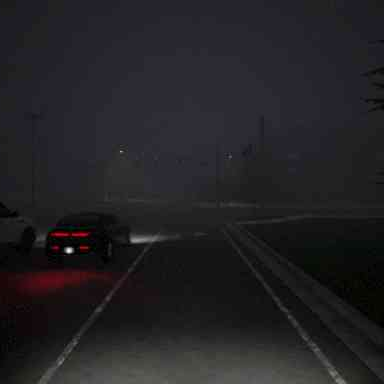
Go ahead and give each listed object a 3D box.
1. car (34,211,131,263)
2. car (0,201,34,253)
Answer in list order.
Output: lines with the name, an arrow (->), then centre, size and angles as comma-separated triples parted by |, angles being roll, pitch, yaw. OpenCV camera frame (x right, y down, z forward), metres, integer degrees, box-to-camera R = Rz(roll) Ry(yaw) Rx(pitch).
car -> -3.445, 1.453, 11.831 | 1.837, 1.490, 4.892 | 0, -1, 1
car -> -6.955, 1.174, 10.233 | 2.150, 2.045, 5.566 | 0, -1, 1
